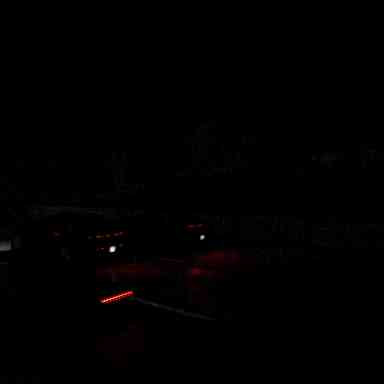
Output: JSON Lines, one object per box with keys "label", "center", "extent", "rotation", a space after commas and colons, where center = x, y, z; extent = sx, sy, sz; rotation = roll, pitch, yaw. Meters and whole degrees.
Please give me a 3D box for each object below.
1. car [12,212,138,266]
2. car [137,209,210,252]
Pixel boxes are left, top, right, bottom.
{"label": "car", "center": [-4.353, 1.460, 11.475], "extent": [4.892, 1.490, 1.837], "rotation": [1, 0, 36]}
{"label": "car", "center": [-1.574, 1.456, 13.777], "extent": [4.902, 1.511, 2.128], "rotation": [0, 0, 36]}
